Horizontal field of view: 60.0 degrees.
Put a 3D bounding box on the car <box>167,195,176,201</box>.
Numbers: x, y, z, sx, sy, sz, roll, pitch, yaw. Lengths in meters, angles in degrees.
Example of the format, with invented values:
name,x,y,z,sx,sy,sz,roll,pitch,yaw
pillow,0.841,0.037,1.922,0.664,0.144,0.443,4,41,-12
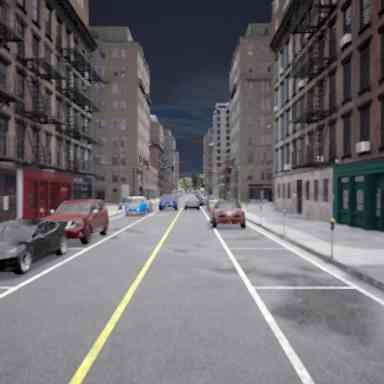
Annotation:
name,x,y,z,sx,sy,sz,roll,pitch,yaw
car,-5.366,1.591,86.908,1.947,1.339,4.313,0,0,0

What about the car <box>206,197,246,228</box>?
name,x,y,z,sx,sy,sz,roll,pitch,yaw
car,2.268,1.359,22.221,2.097,1.767,4.553,0,0,0

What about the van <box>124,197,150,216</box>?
name,x,y,z,sx,sy,sz,roll,pitch,yaw
van,-5.384,1.351,32.176,1.690,1.788,3.998,0,0,0

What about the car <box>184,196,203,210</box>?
name,x,y,z,sx,sy,sz,roll,pitch,yaw
car,0.012,1.577,42.384,1.994,1.385,4.181,0,0,0

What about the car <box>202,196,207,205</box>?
name,x,y,z,sx,sy,sz,roll,pitch,yaw
car,2.650,1.564,42.988,2.008,1.369,4.403,0,0,0

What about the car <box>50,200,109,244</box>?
name,x,y,z,sx,sy,sz,roll,pitch,yaw
car,-5.392,1.319,15.958,2.192,1.841,5.009,0,0,0

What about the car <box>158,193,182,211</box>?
name,x,y,z,sx,sy,sz,roll,pitch,yaw
car,-2.792,1.235,40.677,2.150,2.045,5.566,0,0,1

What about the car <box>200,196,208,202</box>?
name,x,y,z,sx,sy,sz,roll,pitch,yaw
car,2.656,1.606,75.545,1.802,1.307,4.206,0,0,0

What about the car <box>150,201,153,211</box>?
name,x,y,z,sx,sy,sz,roll,pitch,yaw
car,-5.381,1.562,37.583,2.008,1.369,4.403,0,0,0

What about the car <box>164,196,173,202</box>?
name,x,y,z,sx,sy,sz,roll,pitch,yaw
car,-5.369,1.549,75.376,1.752,1.417,4.829,0,0,0

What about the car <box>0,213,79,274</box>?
name,x,y,z,sx,sy,sz,roll,pitch,yaw
car,-5.394,1.569,10.551,1.947,1.339,4.313,0,0,0

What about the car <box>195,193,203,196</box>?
name,x,y,z,sx,sy,sz,roll,pitch,yaw
car,2.660,1.466,92.591,1.967,1.590,4.097,0,0,0

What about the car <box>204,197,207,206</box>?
name,x,y,z,sx,sy,sz,roll,pitch,yaw
car,2.654,1.537,37.752,1.752,1.417,4.829,0,0,0

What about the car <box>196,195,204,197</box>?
name,x,y,z,sx,sy,sz,roll,pitch,yaw
car,3.022,1.573,53.357,4.181,1.385,1.994,0,0,-26
